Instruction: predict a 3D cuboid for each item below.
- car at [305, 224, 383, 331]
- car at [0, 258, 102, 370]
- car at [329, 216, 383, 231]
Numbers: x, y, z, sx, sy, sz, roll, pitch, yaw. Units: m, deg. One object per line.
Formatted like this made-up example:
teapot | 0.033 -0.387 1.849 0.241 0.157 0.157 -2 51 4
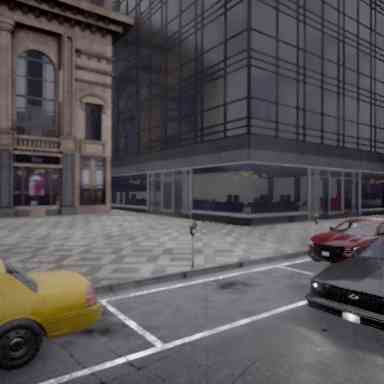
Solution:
car | 4.594 1.525 6.651 5.357 1.411 2.033 0 0 -36
car | -3.646 1.528 4.156 4.829 1.417 1.752 0 1 -36
car | 5.648 1.511 10.792 4.507 1.381 1.887 0 1 -36
